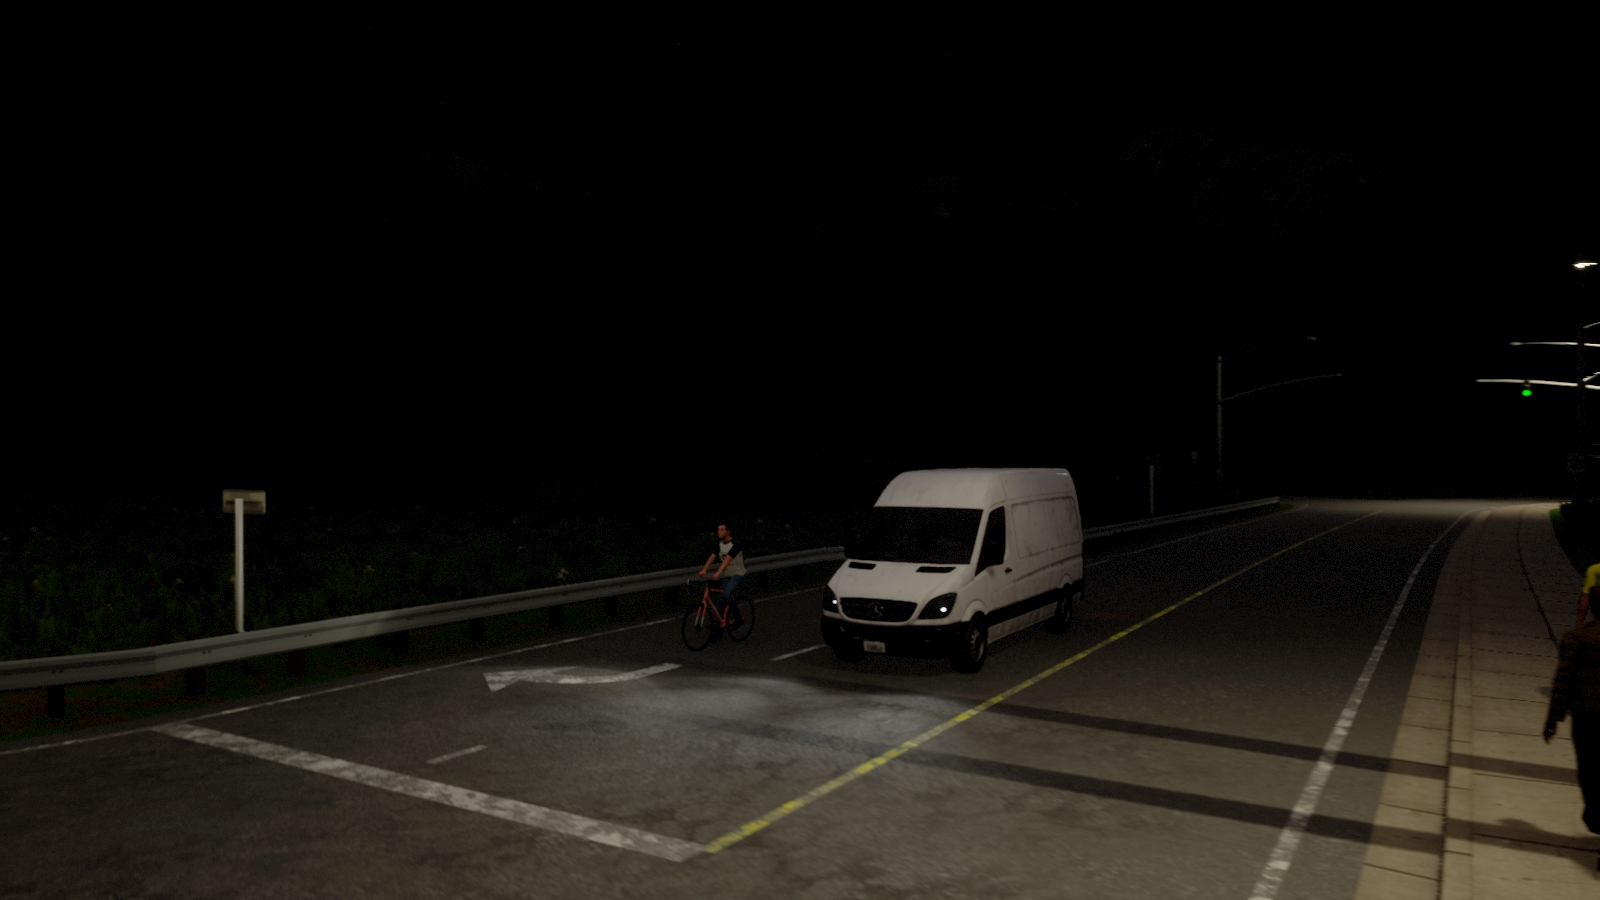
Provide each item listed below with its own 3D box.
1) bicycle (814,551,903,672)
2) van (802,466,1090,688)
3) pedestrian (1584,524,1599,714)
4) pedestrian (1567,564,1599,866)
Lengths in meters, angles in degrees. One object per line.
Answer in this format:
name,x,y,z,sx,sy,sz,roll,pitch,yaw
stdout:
bicycle,0.807,2.128,15.365,0.373,1.396,1.643,0,0,35
van,2.388,1.556,16.663,1.988,2.561,5.915,0,0,30
pedestrian,8.108,1.687,11.452,0.375,1.860,0.375,0,0,40
pedestrian,5.145,1.683,7.318,0.375,1.860,0.375,0,0,34
